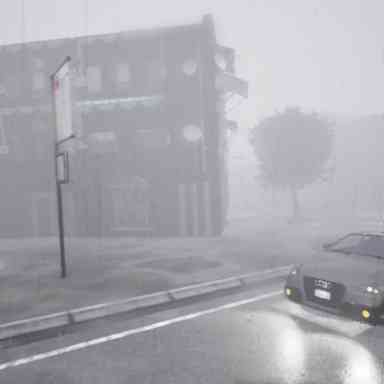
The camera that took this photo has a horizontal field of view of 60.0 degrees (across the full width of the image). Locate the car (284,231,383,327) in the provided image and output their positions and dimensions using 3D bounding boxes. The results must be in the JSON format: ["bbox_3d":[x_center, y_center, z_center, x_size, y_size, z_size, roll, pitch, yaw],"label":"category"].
[{"bbox_3d":[3.817,1.552,6.855,4.181,1.385,1.994,0,0,-37],"label":"car"}]
